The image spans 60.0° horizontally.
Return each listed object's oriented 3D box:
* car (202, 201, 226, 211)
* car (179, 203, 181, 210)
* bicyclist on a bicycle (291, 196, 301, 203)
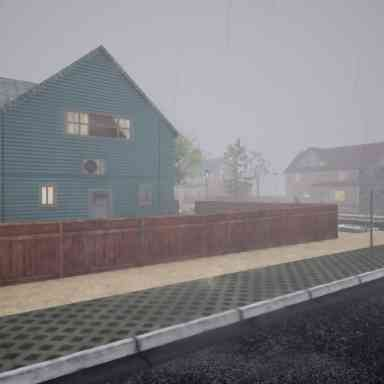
[{"bbox_3d":[2.671,1.508,31.262,1.895,1.301,4.718,0,0,-36],"label":"car"},{"bbox_3d":[-3.082,1.428,39.303,1.994,1.385,4.181,0,0,-35],"label":"car"},{"bbox_3d":[9.825,1.206,31.336,1.656,1.620,0.582,-1,1,-36],"label":"bicyclist on a bicycle"}]
